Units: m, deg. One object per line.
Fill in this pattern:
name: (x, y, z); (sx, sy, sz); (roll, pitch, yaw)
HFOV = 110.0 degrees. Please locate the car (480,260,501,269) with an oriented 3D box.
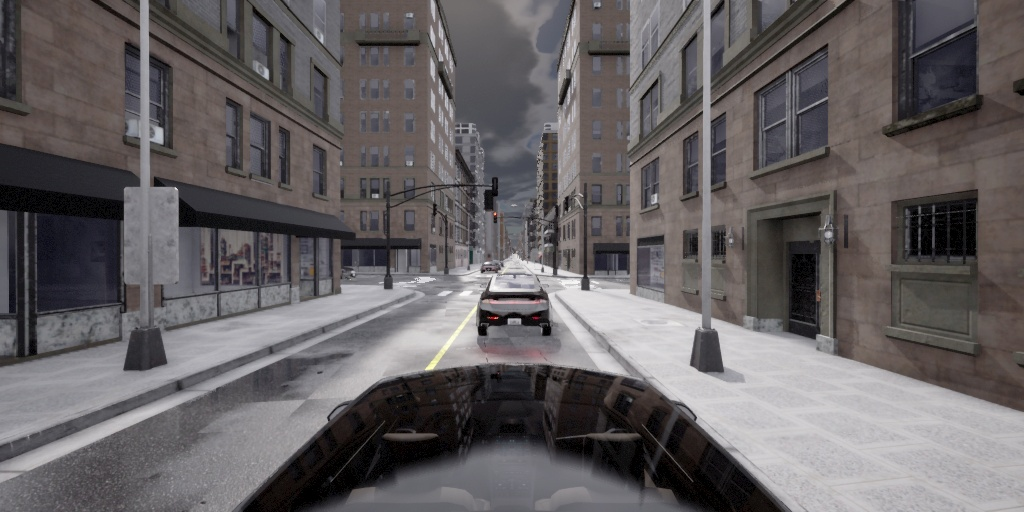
car: (-2.713, 1.372, 44.035); (1.994, 1.385, 4.181); (0, 0, 1)

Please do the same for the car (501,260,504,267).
car: (-2.617, 1.334, 53.988); (1.837, 1.490, 4.892); (0, 0, 0)

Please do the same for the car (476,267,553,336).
car: (0.076, 1.243, 10.380); (2.128, 1.511, 4.902); (0, 0, 1)

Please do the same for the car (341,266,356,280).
car: (-14.040, 1.079, 26.287); (4.902, 1.511, 2.128); (1, 0, 0)
